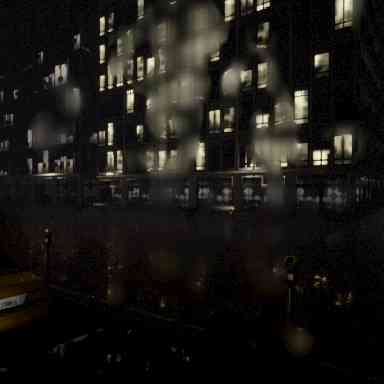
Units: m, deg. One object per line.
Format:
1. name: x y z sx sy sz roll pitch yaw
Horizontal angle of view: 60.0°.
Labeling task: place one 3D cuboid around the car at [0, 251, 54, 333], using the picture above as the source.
1. car: -4.456 1.526 6.033 4.829 1.417 1.752 0 0 35
